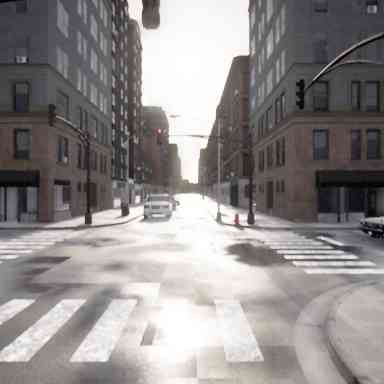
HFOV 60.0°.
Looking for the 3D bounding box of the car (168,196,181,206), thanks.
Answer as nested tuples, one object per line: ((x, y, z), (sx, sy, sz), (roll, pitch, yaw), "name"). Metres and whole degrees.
((-2.932, 1.499, 56.537), (2.033, 1.411, 5.357), (0, 0, 0), "car")

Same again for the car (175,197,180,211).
((-2.918, 1.323, 39.967), (2.097, 1.767, 4.553), (0, 0, 0), "car")

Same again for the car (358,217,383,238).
((10.519, 1.610, 15.485), (4.718, 1.301, 1.895), (0, 0, 1), "car")

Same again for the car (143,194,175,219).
((-2.905, 1.202, 29.281), (2.150, 2.045, 5.566), (0, 0, 0), "car")
